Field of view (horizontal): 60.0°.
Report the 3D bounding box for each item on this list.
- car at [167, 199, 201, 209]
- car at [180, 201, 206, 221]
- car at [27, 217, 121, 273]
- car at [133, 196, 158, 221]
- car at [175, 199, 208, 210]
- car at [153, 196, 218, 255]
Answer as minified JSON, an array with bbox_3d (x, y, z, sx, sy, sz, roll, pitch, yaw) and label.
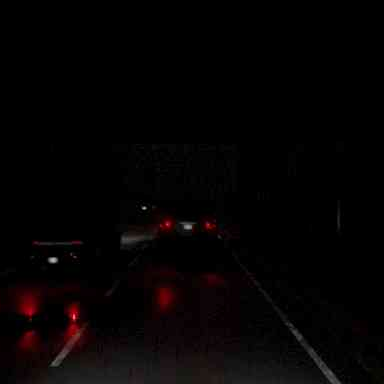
[{"bbox_3d":[-1.207,1.846,53.526,5.357,1.411,2.033,0,-1,-42],"label":"car"},{"bbox_3d":[0.187,1.669,30.237,1.837,1.490,4.892,-1,0,7],"label":"car"},{"bbox_3d":[-3.634,1.573,11.046,2.128,1.511,4.902,0,0,-1],"label":"car"},{"bbox_3d":[-3.520,1.398,29.015,2.150,2.045,5.566,-1,0,5],"label":"car"},{"bbox_3d":[0.004,1.761,49.395,2.128,1.511,4.902,-1,-1,44],"label":"car"},{"bbox_3d":[-0.181,1.298,13.924,2.150,2.045,5.566,0,0,-1],"label":"car"}]
